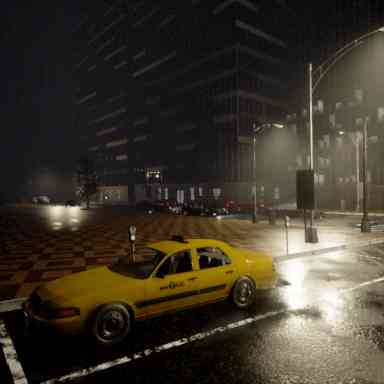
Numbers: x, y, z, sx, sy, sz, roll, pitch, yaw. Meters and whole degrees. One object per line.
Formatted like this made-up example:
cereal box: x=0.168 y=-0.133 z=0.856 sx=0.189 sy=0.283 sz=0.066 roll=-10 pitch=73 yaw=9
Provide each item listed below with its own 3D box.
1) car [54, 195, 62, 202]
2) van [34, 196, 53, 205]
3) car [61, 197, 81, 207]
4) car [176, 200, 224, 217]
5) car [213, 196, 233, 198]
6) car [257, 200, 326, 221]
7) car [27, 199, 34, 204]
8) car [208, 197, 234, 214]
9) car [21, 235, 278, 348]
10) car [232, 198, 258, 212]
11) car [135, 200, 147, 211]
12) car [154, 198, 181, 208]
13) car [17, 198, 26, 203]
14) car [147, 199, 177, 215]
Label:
car: x=-33.443 y=1.943 z=86.363 sx=1.887 sy=1.381 sz=4.507 roll=-2 pitch=1 yaw=-41
van: x=-32.405 y=1.852 z=72.324 sx=1.690 sy=1.788 sz=3.998 roll=-2 pitch=1 yaw=-41
car: x=-21.346 y=2.000 z=59.510 sx=1.802 sy=1.307 sz=4.206 roll=-2 pitch=1 yaw=-41
car: x=0.760 y=1.792 z=33.877 sx=1.947 sy=1.339 sz=4.313 roll=-2 pitch=1 yaw=-41
car: x=3.456 y=1.400 z=43.579 sx=2.192 sy=1.841 sz=5.009 roll=-2 pitch=1 yaw=-41
car: x=8.620 y=1.668 z=28.735 sx=2.033 sy=1.411 sz=5.357 roll=-2 pitch=1 yaw=-41
car: x=-35.975 y=2.066 z=76.469 sx=1.752 sy=1.417 sz=4.829 roll=-2 pitch=1 yaw=-41
car: x=1.851 y=1.684 z=36.585 sx=1.837 sy=1.490 sz=4.892 roll=-2 pitch=1 yaw=-41
car: x=-0.464 y=1.524 z=6.245 sx=4.829 sy=1.417 sz=1.752 roll=0 pitch=-1 yaw=-35
car: x=7.154 y=1.634 z=39.307 sx=1.802 sy=1.307 sz=4.206 roll=-2 pitch=1 yaw=-41
car: x=-6.122 y=1.813 z=45.866 sx=1.994 sy=1.385 sz=4.181 roll=-2 pitch=1 yaw=-40
car: x=-3.919 y=1.714 z=52.140 sx=1.947 sy=1.339 sz=4.313 roll=-2 pitch=1 yaw=-41
car: x=-43.343 y=2.126 z=85.013 sx=1.752 sy=1.417 sz=4.829 roll=-2 pitch=1 yaw=-41
car: x=-2.928 y=1.698 z=38.147 sx=1.967 sy=1.590 sz=4.097 roll=-2 pitch=1 yaw=-41
